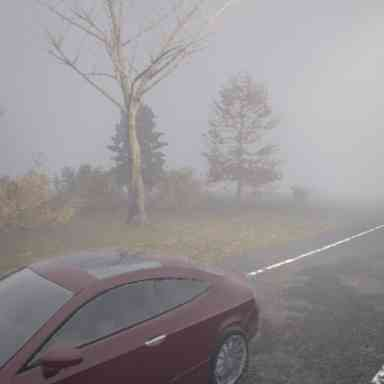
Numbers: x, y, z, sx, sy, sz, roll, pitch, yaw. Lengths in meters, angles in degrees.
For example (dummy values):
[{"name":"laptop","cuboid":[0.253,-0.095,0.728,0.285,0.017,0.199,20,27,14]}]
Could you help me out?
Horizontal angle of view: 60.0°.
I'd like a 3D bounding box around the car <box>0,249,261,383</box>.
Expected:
[{"name":"car","cuboid":[-1.116,1.388,3.226,1.812,1.442,4.674,3,2,45]}]
